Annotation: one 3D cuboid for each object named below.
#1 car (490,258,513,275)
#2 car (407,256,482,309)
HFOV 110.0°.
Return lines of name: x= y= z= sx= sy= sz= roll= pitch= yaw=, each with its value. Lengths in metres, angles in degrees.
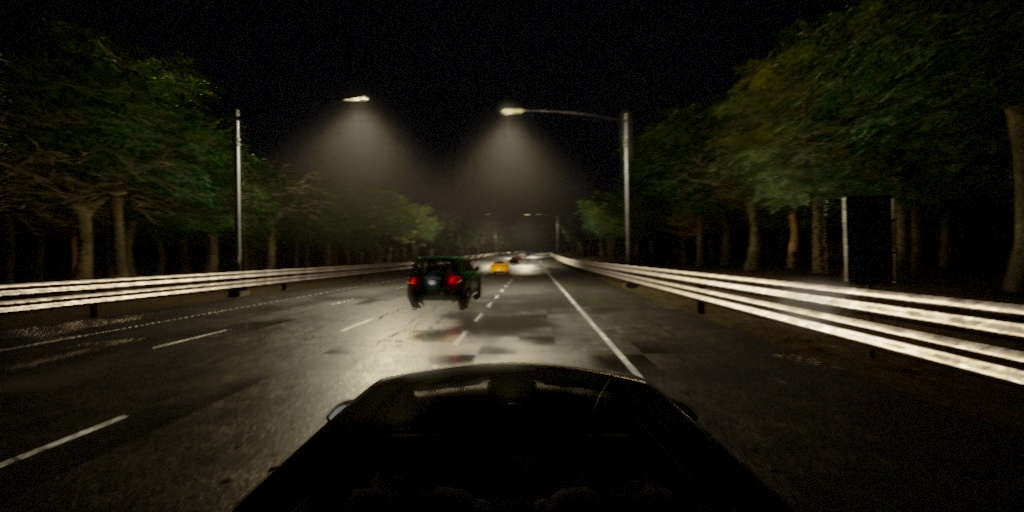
car: x=-1.271 y=1.230 z=39.378 sx=1.882 sy=1.535 sz=5.008 roll=-1 pitch=0 yaw=3
car: x=-2.668 y=1.034 z=15.302 sx=2.150 sy=2.045 sz=5.566 roll=-1 pitch=0 yaw=3
